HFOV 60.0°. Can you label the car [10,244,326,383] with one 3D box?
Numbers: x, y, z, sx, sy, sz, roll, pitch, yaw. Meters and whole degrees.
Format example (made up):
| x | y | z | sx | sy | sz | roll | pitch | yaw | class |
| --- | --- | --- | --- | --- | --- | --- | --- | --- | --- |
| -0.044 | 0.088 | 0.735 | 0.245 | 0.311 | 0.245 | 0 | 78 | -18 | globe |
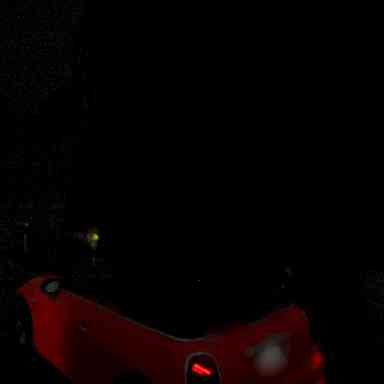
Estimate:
| x | y | z | sx | sy | sz | roll | pitch | yaw | class |
| --- | --- | --- | --- | --- | --- | --- | --- | --- | --- |
| -0.757 | 1.498 | 4.469 | 2.097 | 1.767 | 4.553 | 3 | -3 | -43 | car |
